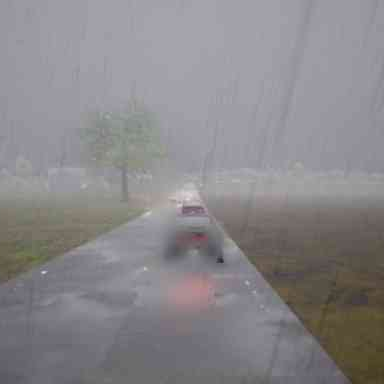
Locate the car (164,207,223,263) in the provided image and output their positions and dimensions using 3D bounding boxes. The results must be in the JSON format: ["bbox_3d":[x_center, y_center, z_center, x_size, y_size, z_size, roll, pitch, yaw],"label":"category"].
[{"bbox_3d":[0.070,1.504,11.992,1.837,1.490,4.892,0,0,0],"label":"car"}]

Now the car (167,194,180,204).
[{"bbox_3d":[-2.821,1.045,51.297,1.882,1.535,5.008,0,1,0],"label":"car"}]

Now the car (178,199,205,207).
[{"bbox_3d":[0.075,1.428,28.434,1.882,1.535,5.008,0,0,0],"label":"car"}]
